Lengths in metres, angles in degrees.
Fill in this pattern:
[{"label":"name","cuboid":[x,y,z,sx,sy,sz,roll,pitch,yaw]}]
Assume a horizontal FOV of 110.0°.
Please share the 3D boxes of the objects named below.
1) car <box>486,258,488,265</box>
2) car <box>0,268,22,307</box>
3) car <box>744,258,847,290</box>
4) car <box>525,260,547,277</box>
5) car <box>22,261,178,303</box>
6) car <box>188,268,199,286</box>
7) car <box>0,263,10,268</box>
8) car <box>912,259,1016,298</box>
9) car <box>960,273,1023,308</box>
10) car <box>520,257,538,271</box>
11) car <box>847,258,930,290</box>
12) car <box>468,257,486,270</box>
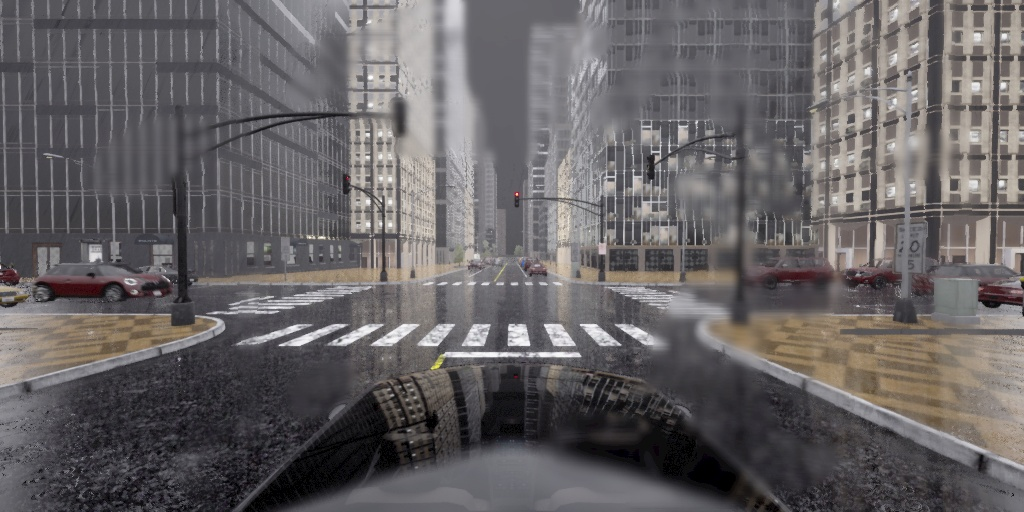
[{"label":"car","cuboid":[-5.294,1.307,57.853,1.802,1.307,4.207,0,0,0]},{"label":"car","cuboid":[-21.256,1.301,13.427,4.829,1.417,1.751,0,0,0]},{"label":"car","cuboid":[16.569,1.024,21.637,5.009,1.841,2.192,0,0,0]},{"label":"car","cuboid":[2.545,1.319,35.776,1.802,1.307,4.207,0,0,0]},{"label":"car","cuboid":[-18.190,1.087,16.115,4.553,1.767,2.097,0,1,0]},{"label":"car","cuboid":[-21.442,1.204,21.565,4.403,1.370,2.007,0,0,0]},{"label":"car","cuboid":[-32.558,1.077,21.473,4.097,1.591,1.967,0,0,0]},{"label":"car","cuboid":[21.210,1.148,16.187,4.553,1.767,2.097,0,1,0]},{"label":"car","cuboid":[20.185,1.417,13.505,4.207,1.307,1.802,0,0,0]},{"label":"car","cuboid":[2.570,1.046,46.826,2.192,1.841,5.009,0,0,0]},{"label":"car","cuboid":[22.900,1.032,21.649,5.009,1.841,2.192,0,0,0]},{"label":"car","cuboid":[-5.296,1.168,52.328,1.967,1.591,4.097,0,0,0]}]
